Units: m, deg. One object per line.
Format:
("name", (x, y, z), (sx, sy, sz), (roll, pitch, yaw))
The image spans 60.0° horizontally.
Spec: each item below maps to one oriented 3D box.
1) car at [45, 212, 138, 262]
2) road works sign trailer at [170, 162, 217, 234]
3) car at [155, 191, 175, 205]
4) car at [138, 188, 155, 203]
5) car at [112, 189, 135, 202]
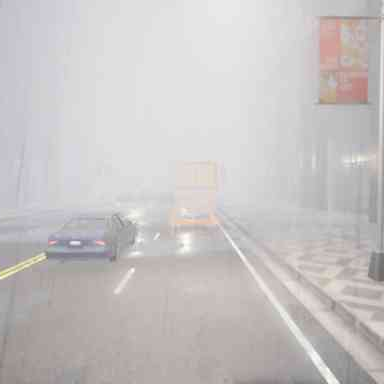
("car", (-3.142, 1.389, 11.476), (2.033, 1.411, 5.357), (0, 1, 0))
("road works sign trailer", (0.080, 0.220, 17.342), (2.380, 3.560, 2.880), (0, 1, 0))
("car", (-3.117, 0.697, 42.947), (2.097, 1.767, 4.553), (0, 1, 0))
("car", (-6.521, 0.470, 48.919), (2.150, 2.045, 5.566), (0, 1, 0))
("car", (-9.771, 0.597, 49.013), (2.097, 1.767, 4.553), (0, 1, 0))
